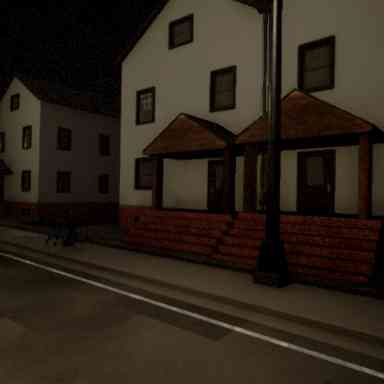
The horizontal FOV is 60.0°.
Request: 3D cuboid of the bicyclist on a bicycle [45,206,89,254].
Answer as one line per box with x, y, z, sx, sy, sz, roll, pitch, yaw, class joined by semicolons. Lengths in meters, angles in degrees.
-4.346;1.317;11.688;0.582;1.620;1.656;1;0;40;bicyclist on a bicycle
